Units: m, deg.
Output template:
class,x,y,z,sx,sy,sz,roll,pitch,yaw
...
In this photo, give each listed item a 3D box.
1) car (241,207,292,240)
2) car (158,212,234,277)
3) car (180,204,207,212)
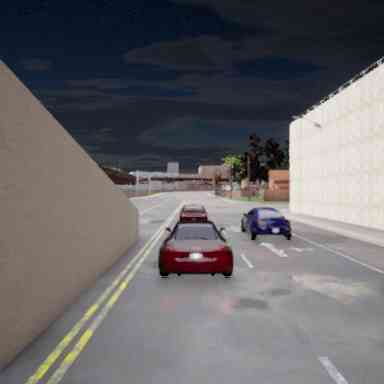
class,x,y,z,sx,sy,sz,roll,pitch,yaw
car,3.604,1.480,16.607,1.812,1.442,4.674,0,0,0
car,0.101,1.534,10.124,1.994,1.385,4.181,0,0,0
car,0.104,1.534,23.972,1.895,1.301,4.718,0,0,0
